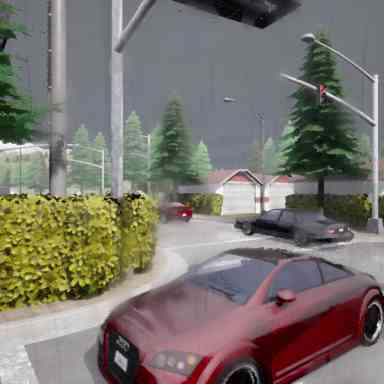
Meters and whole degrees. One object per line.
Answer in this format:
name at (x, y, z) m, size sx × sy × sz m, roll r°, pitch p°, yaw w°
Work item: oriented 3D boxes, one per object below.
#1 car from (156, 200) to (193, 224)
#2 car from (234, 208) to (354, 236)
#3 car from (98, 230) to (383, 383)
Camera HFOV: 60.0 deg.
car at (-1.934, 1.305, 23.388) m, size 1.882 × 1.535 × 5.008 m, roll -1°, pitch 1°, yaw -35°
car at (4.264, 1.421, 14.795) m, size 2.033 × 1.411 × 5.357 m, roll 0°, pitch 2°, yaw -35°
car at (0.875, 1.534, 4.635) m, size 4.181 × 1.385 × 1.994 m, roll -2°, pitch 1°, yaw -36°
